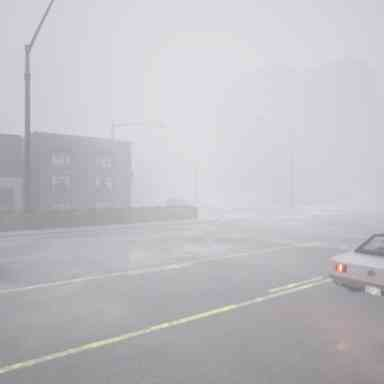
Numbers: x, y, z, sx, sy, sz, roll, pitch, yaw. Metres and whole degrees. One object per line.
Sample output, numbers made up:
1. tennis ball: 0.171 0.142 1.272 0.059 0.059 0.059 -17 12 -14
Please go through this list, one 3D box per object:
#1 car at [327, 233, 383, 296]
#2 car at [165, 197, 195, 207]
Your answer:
1. car: 5.238 1.582 7.614 4.718 1.301 1.895 0 0 -36
2. car: -1.631 1.452 43.450 1.837 1.490 4.892 0 0 -37
